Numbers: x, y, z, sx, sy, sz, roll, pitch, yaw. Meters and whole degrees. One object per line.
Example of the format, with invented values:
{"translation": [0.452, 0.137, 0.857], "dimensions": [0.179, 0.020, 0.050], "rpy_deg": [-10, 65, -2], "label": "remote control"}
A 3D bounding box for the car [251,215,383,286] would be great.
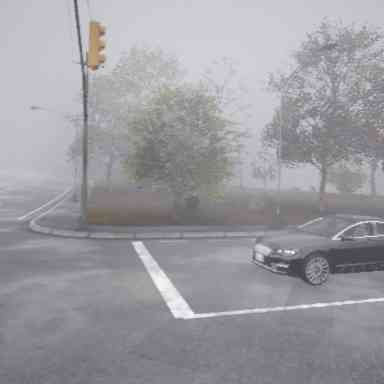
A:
{"translation": [3.994, 1.371, 8.756], "dimensions": [4.902, 1.511, 2.128], "rpy_deg": [1, 2, -17], "label": "car"}
